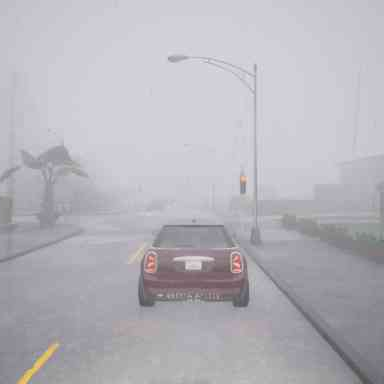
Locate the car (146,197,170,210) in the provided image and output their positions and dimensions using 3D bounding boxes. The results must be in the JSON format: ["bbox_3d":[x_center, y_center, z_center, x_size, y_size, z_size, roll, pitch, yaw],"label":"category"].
[{"bbox_3d":[-4.075,1.547,38.467,2.033,1.411,5.357,0,0,0],"label":"car"}]

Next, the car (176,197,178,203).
[{"bbox_3d":[-3.941,1.600,68.641,1.895,1.301,4.718,0,0,0],"label":"car"}]

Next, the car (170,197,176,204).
[{"bbox_3d":[-4.047,1.563,53.973,1.994,1.385,4.181,0,0,0],"label":"car"}]

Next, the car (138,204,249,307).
[{"bbox_3d":[0.050,1.352,8.139,2.097,1.767,4.553,0,0,1],"label":"car"}]

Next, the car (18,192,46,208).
[{"bbox_3d":[-19.729,0.985,42.014,1.905,1.878,3.866,0,0,35],"label":"car"}]
